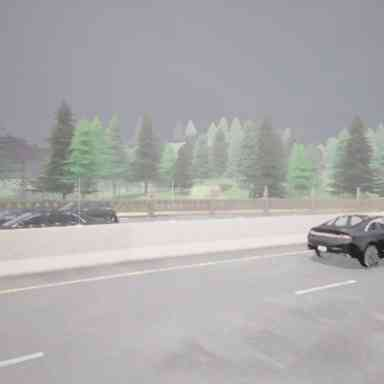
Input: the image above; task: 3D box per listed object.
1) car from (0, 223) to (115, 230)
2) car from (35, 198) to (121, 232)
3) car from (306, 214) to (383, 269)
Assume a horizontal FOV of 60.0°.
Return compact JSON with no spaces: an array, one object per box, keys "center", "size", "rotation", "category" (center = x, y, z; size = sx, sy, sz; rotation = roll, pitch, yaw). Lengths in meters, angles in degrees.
[{"center":[-5.718,1.454,12.575],"size":[4.892,1.490,1.837],"rotation":[1,0,-33],"category":"car"},{"center":[-6.865,1.284,20.129],"size":[4.553,1.767,2.097],"rotation":[0,0,-31],"category":"car"},{"center":[6.081,1.520,11.265],"size":[4.902,1.511,2.128],"rotation":[0,0,-29],"category":"car"}]
